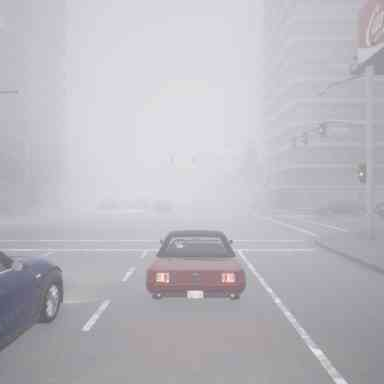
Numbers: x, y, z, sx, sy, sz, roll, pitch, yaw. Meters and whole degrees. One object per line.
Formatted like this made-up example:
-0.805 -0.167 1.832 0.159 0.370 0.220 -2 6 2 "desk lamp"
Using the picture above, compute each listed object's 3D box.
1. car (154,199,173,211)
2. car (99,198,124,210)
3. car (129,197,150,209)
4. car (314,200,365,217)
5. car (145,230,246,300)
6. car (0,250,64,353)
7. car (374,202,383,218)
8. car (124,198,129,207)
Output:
-3.393 1.564 40.338 1.994 1.385 4.181 0 0 2 "car"
-10.488 1.505 42.838 1.837 1.490 4.892 0 0 0 "car"
-6.962 1.492 46.451 2.128 1.511 4.902 0 0 1 "car"
14.045 1.505 31.268 4.892 1.490 1.837 0 0 0 "car"
0.106 1.601 8.353 1.895 1.301 4.718 0 0 1 "car"
-3.434 1.352 4.329 2.097 1.767 4.553 0 0 1 "car"
18.256 1.222 27.783 5.566 2.045 2.150 0 0 0 "car"
-10.453 1.601 52.094 1.895 1.301 4.718 0 0 1 "car"
